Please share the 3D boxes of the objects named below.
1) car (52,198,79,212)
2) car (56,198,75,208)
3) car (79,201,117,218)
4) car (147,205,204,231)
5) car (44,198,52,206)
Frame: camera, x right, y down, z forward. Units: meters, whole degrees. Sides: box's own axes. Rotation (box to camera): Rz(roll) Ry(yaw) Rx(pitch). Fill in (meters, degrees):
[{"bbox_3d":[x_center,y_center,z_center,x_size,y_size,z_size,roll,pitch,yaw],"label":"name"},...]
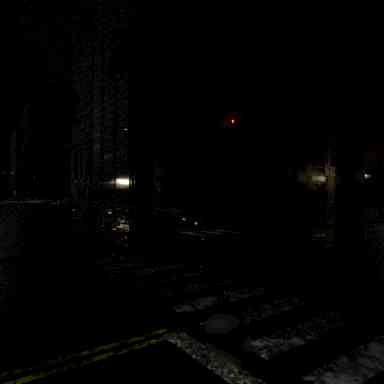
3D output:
[{"bbox_3d":[-15.397,1.724,41.255,2.033,1.411,5.357,1,-1,-34],"label":"car"},{"bbox_3d":[-20.692,1.791,54.242,1.812,1.442,4.674,1,-1,-35],"label":"car"},{"bbox_3d":[-8.790,1.617,31.907,2.128,1.511,4.902,1,-1,-35],"label":"car"},{"bbox_3d":[-1.184,1.592,21.396,1.812,1.442,4.674,1,-1,-37],"label":"car"},{"bbox_3d":[-26.483,1.804,62.419,2.128,1.511,4.902,1,-1,-36],"label":"car"}]
